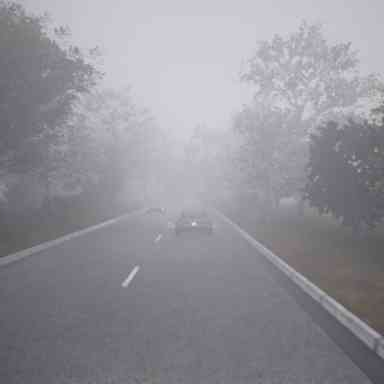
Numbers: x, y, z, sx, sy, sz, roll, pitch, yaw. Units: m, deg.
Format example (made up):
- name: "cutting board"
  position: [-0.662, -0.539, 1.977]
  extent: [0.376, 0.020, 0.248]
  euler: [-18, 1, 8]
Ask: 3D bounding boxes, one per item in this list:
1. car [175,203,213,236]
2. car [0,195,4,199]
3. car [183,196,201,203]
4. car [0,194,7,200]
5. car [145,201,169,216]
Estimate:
- name: "car"
  position: [0.101, 1.558, 18.544]
  extent: [1.994, 1.385, 4.181]
  euler: [0, 0, 0]
- name: "car"
  position: [-45.071, 1.895, 73.661]
  extent: [4.674, 1.452, 2.002]
  euler: [0, 0, 0]
- name: "car"
  position: [-0.017, 1.312, 41.063]
  extent: [2.097, 1.767, 4.553]
  euler: [0, 0, -2]
- name: "car"
  position: [-45.077, 1.839, 76.321]
  extent: [5.008, 1.535, 2.097]
  euler: [0, 0, 0]
- name: "car"
  position: [-3.317, 1.577, 31.975]
  extent: [1.895, 1.301, 4.718]
  euler: [0, 0, 0]
